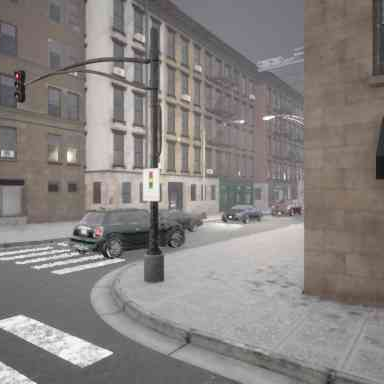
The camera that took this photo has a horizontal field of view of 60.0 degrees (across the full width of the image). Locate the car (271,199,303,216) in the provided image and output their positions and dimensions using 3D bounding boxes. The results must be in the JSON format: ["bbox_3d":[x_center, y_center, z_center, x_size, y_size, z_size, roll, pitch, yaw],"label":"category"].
[{"bbox_3d":[9.966,1.538,34.810,2.097,1.767,4.553,0,0,35],"label":"car"}]

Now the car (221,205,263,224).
[{"bbox_3d":[4.044,1.696,26.529,1.994,1.385,4.181,0,0,36],"label":"car"}]

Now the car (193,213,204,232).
[{"bbox_3d":[-1.415,1.630,18.891,2.033,1.411,5.357,0,0,35],"label":"car"}]

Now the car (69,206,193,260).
[{"bbox_3d":[-2.340,1.407,13.094,2.097,1.767,4.553,0,0,41],"label":"car"}]
